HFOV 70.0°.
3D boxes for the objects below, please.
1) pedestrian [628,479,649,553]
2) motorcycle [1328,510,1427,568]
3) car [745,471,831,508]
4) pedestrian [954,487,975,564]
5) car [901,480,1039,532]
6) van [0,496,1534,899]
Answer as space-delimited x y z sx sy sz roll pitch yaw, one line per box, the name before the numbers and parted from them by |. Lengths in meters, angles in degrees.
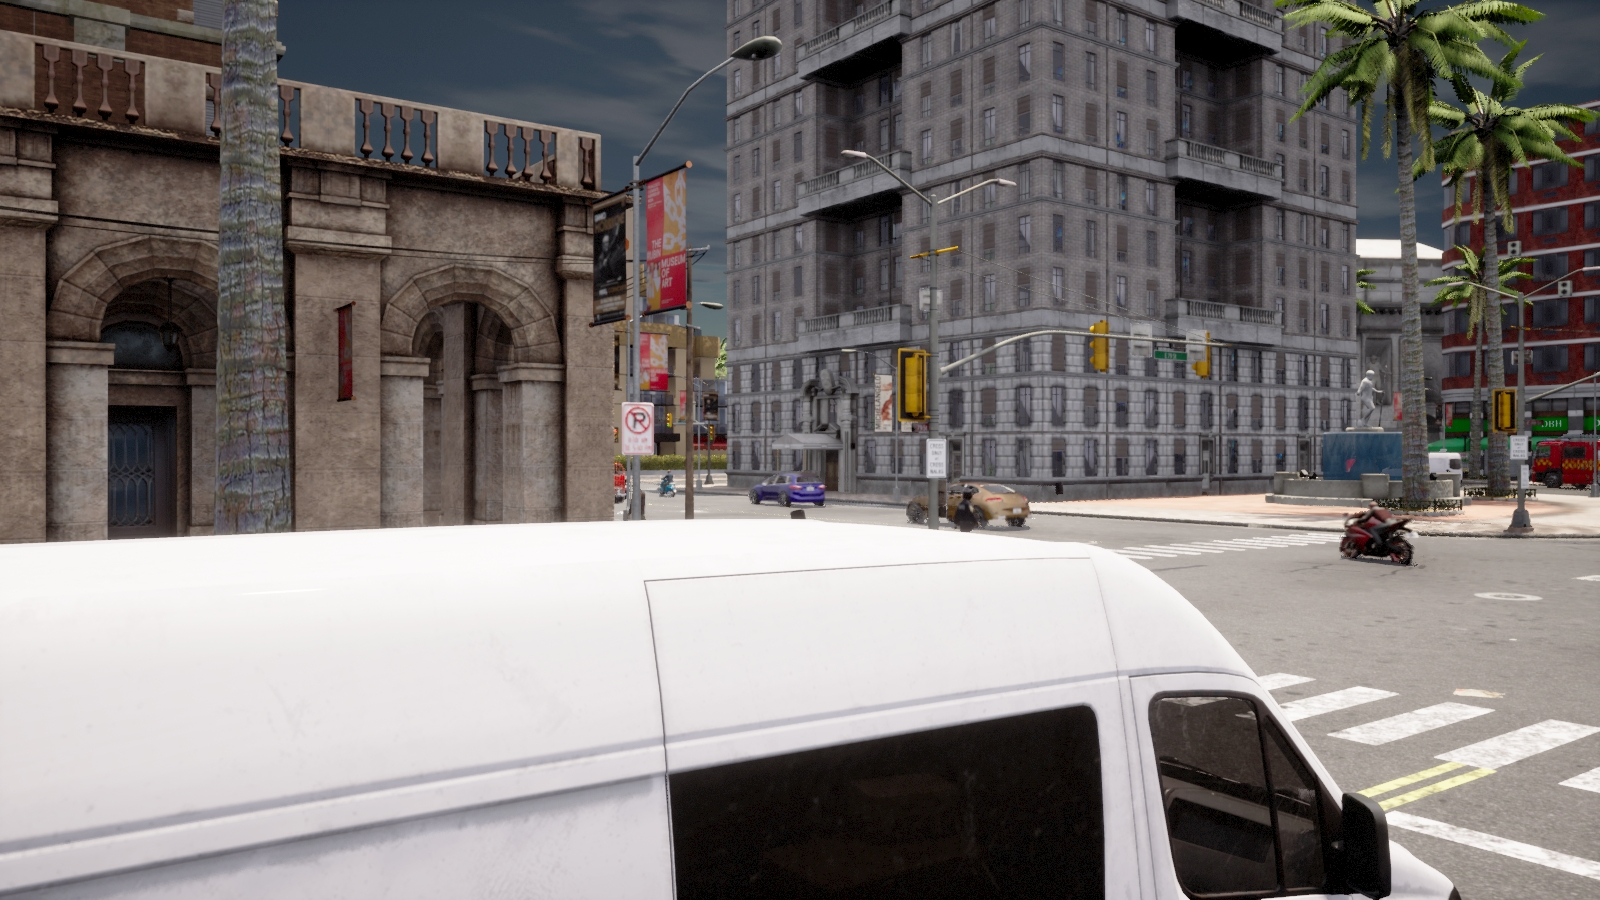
pedestrian | -4.143 1.692 29.258 0.375 1.860 0.375 0 0 29
motorcycle | 14.406 2.194 28.566 0.867 1.251 2.209 -1 0 -20
car | -0.657 1.953 57.457 2.242 1.667 4.611 0 0 -32
pedestrian | 4.049 1.841 28.093 0.375 1.860 0.375 0 0 -24
car | 6.174 1.980 41.998 2.152 1.651 5.027 0 0 -35
van | 0.019 1.533 3.806 5.915 2.561 1.988 0 0 -35
